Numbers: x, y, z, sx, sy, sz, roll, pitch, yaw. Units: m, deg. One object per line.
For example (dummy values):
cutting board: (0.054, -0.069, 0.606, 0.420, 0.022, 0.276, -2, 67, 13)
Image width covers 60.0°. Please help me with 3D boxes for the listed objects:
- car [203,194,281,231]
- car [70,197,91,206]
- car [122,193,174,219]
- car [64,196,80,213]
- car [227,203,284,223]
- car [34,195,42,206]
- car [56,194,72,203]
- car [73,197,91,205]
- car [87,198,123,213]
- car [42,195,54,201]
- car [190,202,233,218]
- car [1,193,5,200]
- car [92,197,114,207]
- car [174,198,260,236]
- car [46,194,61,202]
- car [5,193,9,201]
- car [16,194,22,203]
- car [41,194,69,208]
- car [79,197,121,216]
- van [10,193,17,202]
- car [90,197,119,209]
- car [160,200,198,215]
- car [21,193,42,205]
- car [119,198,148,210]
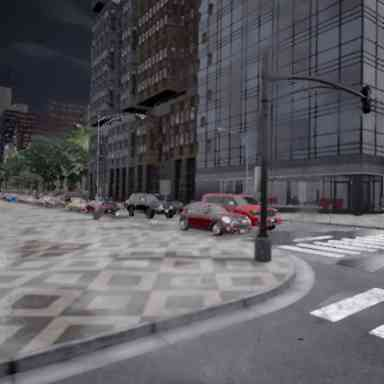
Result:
car: (2.595, 1.127, 19.618, 2.150, 2.045, 5.566, 1, -1, -36)
car: (-18.100, 1.511, 53.868, 1.812, 1.442, 4.674, 1, -1, -36)
car: (-3.560, 1.133, 28.218, 2.150, 2.045, 5.566, 1, -1, -36)
car: (-11.491, 1.390, 34.723, 1.752, 1.417, 4.829, 1, -1, -36)
car: (4.921, 1.590, 26.427, 1.947, 1.339, 4.313, 1, -1, -36)
car: (-21.169, 1.454, 48.251, 1.802, 1.307, 4.206, 1, -1, -36)
car: (-27.172, 1.384, 70.658, 2.097, 1.767, 4.553, 1, -1, -36)
car: (-20.615, 1.606, 62.130, 1.947, 1.339, 4.313, 1, -1, -36)
car: (-9.761, 1.466, 36.894, 2.033, 1.411, 5.357, 1, -1, -36)
car: (-36.673, 1.563, 84.581, 1.752, 1.417, 4.829, 1, -1, -36)
car: (1.729, 1.609, 30.890, 1.802, 1.307, 4.206, 1, -1, -36)
car: (-43.512, 1.185, 79.499, 2.192, 1.841, 5.009, 1, -1, -36)
car: (-14.231, 1.591, 53.204, 2.008, 1.369, 4.403, 1, -1, -36)
car: (1.164, 1.292, 17.035, 1.967, 1.590, 4.097, 1, -1, -37)
car: (-33.379, 1.353, 79.983, 2.192, 1.841, 5.009, 1, -1, -36)
car: (-40.322, 1.310, 75.034, 1.967, 1.590, 4.097, 1, -1, -36)
car: (-30.744, 1.311, 61.644, 1.967, 1.590, 4.097, 1, -1, -36)
car: (-17.974, 1.311, 43.789, 1.967, 1.590, 4.097, 1, -1, -36)
car: (-8.397, 1.406, 30.398, 1.887, 1.381, 4.507, 1, -1, -36)
van: (-37.128, 1.211, 70.572, 1.690, 1.788, 3.998, 1, -1, -36)
car: (-12.014, 1.476, 45.431, 2.128, 1.511, 4.902, 1, -1, -35)
car: (-1.462, 1.596, 35.352, 1.947, 1.339, 4.313, 1, -1, -36)
car: (-27.454, 1.397, 57.041, 1.752, 1.417, 4.829, 1, -1, -36)
car: (-7.846, 1.587, 44.278, 2.008, 1.369, 4.403, 1, -1, -36)
